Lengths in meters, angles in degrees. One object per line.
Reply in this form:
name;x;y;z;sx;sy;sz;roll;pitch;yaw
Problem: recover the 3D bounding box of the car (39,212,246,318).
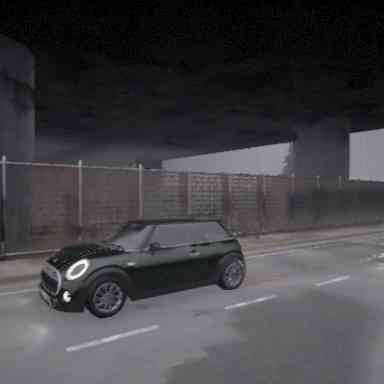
car;-0.948;1.380;7.605;4.553;1.767;2.097;1;0;-35
